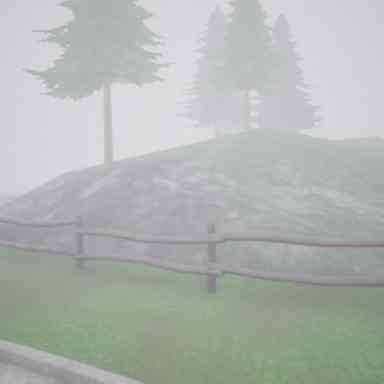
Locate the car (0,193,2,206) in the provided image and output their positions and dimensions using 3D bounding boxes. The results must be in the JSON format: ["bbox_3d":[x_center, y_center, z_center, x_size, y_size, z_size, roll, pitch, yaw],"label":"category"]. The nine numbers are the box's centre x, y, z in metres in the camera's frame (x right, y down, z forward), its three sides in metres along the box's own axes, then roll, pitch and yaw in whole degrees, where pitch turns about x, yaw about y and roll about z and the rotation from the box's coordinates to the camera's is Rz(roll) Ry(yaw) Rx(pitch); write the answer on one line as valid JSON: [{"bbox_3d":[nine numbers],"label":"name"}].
[{"bbox_3d":[-21.269,0.838,36.124,1.812,1.442,4.674,0,2,16],"label":"car"}]

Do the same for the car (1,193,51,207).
[{"bbox_3d":[-17.727,0.842,35.805,1.994,1.385,4.181,0,1,16],"label":"car"}]
